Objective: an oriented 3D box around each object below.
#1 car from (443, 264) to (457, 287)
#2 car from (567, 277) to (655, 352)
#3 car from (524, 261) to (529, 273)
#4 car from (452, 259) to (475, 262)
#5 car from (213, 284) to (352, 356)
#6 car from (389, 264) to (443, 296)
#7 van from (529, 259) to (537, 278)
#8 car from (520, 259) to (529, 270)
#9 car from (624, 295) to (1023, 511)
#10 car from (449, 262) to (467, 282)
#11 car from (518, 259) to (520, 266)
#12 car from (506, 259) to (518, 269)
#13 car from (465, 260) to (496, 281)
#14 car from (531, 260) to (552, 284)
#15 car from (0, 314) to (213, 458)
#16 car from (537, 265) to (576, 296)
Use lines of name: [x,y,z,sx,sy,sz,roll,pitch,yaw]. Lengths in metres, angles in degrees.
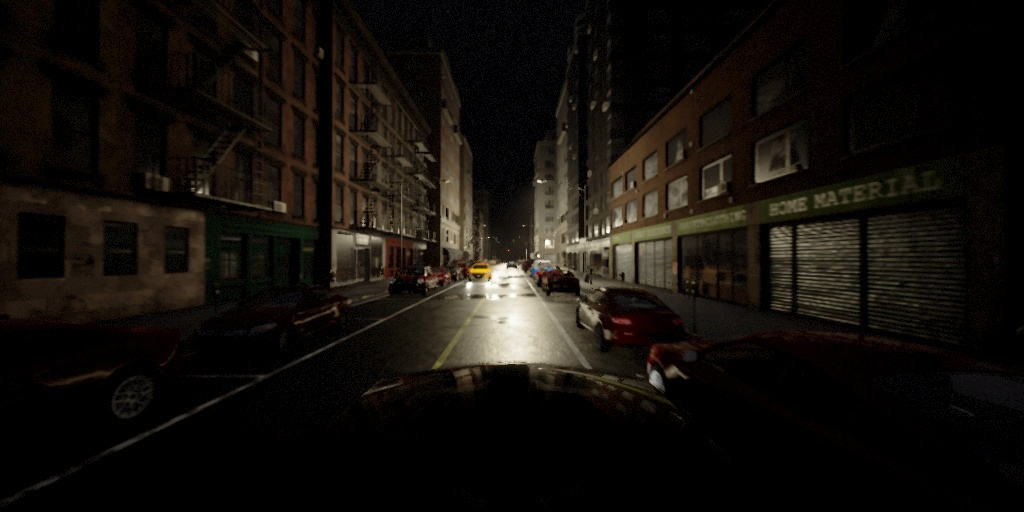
car: [-5.403,1.469,25.744,1.802,1.307,4.207,0,0,0]
car: [2.635,1.372,8.705,1.802,1.307,4.207,0,0,0]
car: [2.625,1.502,37.100,2.007,1.370,4.403,0,0,0]
car: [-5.409,1.266,37.100,2.192,1.841,5.009,0,0,0]
car: [-5.394,1.372,8.709,1.802,1.307,4.207,0,0,0]
car: [-5.400,1.295,20.066,1.967,1.591,4.097,0,0,0]
van: [2.627,1.260,31.421,1.690,1.789,3.998,0,0,0]
car: [2.621,1.329,48.457,2.192,1.841,5.009,0,0,0]
car: [2.637,1.303,3.026,1.888,1.381,4.507,0,0,0]
car: [-5.406,1.485,31.422,1.948,1.339,4.313,0,0,0]
car: [2.617,1.391,59.815,2.192,1.841,5.009,0,0,0]
car: [-0.022,1.668,65.061,1.994,1.385,4.181,0,0,0]
car: [-2.768,1.403,32.285,1.882,1.535,5.008,0,-1,0]
car: [2.629,1.327,25.742,1.967,1.591,4.097,0,0,0]
car: [-5.391,1.303,3.030,1.888,1.381,4.507,0,0,0]
car: [2.631,1.400,20.063,1.888,1.381,4.507,0,0,0]
